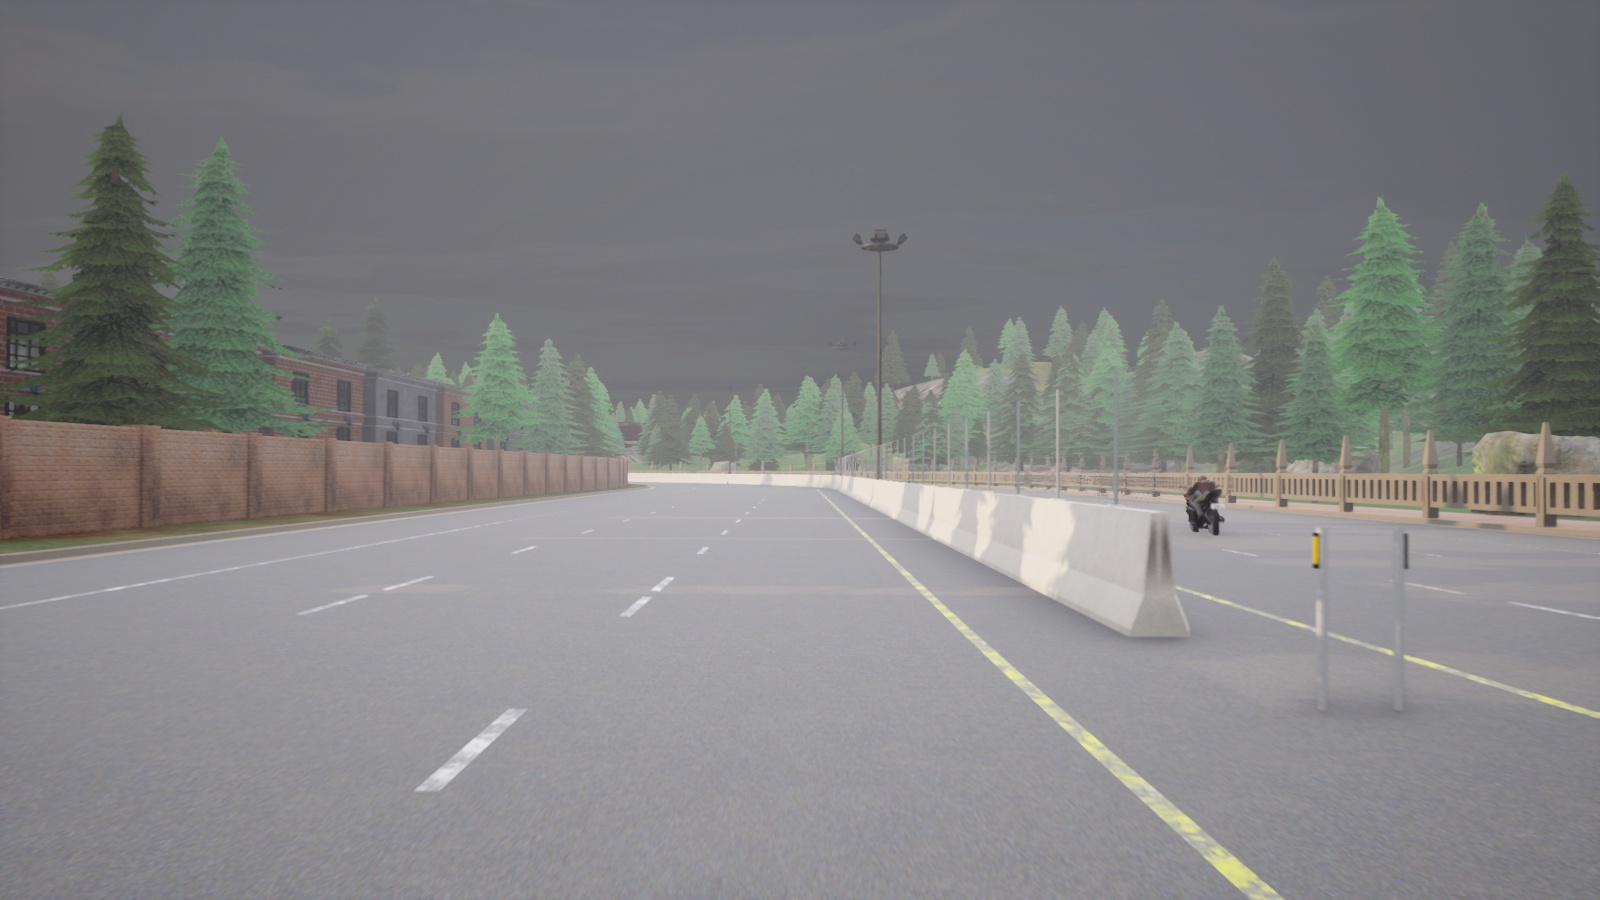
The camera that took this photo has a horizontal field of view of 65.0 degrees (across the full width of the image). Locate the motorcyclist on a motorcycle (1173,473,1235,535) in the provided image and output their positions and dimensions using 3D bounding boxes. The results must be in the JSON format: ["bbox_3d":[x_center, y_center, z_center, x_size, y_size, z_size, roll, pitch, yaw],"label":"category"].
[{"bbox_3d":[10.348,1.347,32.241,0.866,1.530,2.191,0,-1,0],"label":"motorcyclist on a motorcycle"}]
